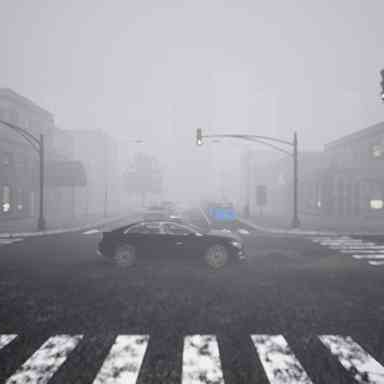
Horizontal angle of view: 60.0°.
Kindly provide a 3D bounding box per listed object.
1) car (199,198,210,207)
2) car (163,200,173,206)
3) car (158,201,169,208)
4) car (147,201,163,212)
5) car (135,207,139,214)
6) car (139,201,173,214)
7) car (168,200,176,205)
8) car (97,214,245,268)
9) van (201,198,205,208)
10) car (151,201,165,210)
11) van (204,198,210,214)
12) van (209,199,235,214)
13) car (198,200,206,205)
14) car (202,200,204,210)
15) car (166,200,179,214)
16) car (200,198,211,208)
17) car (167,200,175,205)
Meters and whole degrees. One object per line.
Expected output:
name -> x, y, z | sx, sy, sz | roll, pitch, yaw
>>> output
car -> 2.696, 2.332, 73.061 | 2.192, 1.841, 5.009 | 0, -1, 0
car -> -5.683, 2.644, 78.596 | 1.887, 1.381, 4.507 | 0, -1, 0
car -> -5.685, 2.481, 67.554 | 1.887, 1.381, 4.507 | 0, -1, 0
car -> -5.687, 2.136, 50.993 | 1.967, 1.590, 4.097 | 0, -1, 0
car -> -5.687, 2.062, 39.778 | 1.752, 1.417, 4.829 | 0, -1, 0
car -> -3.096, 1.871, 29.454 | 1.882, 1.535, 5.008 | 0, -1, 1
car -> -5.682, 2.917, 95.159 | 1.947, 1.339, 4.313 | 0, -1, 0
car -> -0.695, 1.640, 11.259 | 4.902, 1.511, 2.128 | 0, -1, 0
van -> 2.693, 2.036, 50.975 | 1.690, 1.788, 3.998 | 0, -1, 0
car -> -5.686, 2.320, 56.513 | 1.887, 1.381, 4.507 | 0, -1, 0
van -> 2.692, 1.879, 39.933 | 1.690, 1.788, 3.998 | 0, -1, 0
van -> 2.691, 1.726, 28.890 | 1.690, 1.788, 3.998 | 0, -1, 0
car -> 2.698, 2.811, 89.621 | 1.887, 1.381, 4.507 | 0, -1, 0
car -> 2.694, 2.161, 45.450 | 1.887, 1.381, 4.507 | 0, -1, 0
car -> -3.088, 1.903, 40.842 | 2.097, 1.767, 4.553 | 0, -1, 0
car -> 2.695, 2.250, 67.540 | 2.192, 1.841, 5.009 | 0, -1, 0
car -> -5.683, 2.789, 89.469 | 1.752, 1.417, 4.829 | 0, -1, 0
